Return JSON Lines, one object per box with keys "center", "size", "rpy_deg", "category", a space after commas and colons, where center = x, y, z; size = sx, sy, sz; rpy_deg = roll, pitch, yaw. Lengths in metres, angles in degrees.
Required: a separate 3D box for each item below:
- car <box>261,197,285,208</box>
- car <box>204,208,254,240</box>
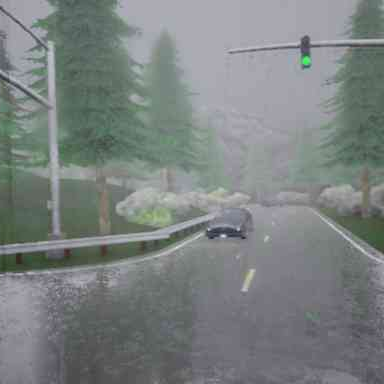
{"center": [10.354, 1.302, 43.154], "size": [2.033, 1.411, 5.357], "rpy_deg": [-2, 0, -3], "category": "car"}
{"center": [2.120, 1.538, 17.262], "size": [2.033, 1.411, 5.357], "rpy_deg": [-2, 0, 17], "category": "car"}
